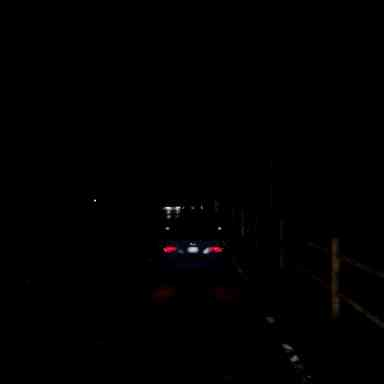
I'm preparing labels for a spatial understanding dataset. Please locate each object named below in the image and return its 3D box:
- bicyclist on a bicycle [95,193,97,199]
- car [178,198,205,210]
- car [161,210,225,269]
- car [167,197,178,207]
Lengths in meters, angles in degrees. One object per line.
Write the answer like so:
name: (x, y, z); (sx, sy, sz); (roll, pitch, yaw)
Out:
bicyclist on a bicycle: (-22.461, 1.134, 77.662); (0.582, 1.620, 1.656); (1, 0, 1)
car: (0.076, 1.353, 29.629); (2.097, 1.767, 4.553); (0, 0, 0)
car: (0.046, 1.549, 11.155); (2.033, 1.411, 5.357); (0, 0, 1)
car: (-2.811, 1.527, 51.301); (1.812, 1.442, 4.674); (0, 0, 0)
